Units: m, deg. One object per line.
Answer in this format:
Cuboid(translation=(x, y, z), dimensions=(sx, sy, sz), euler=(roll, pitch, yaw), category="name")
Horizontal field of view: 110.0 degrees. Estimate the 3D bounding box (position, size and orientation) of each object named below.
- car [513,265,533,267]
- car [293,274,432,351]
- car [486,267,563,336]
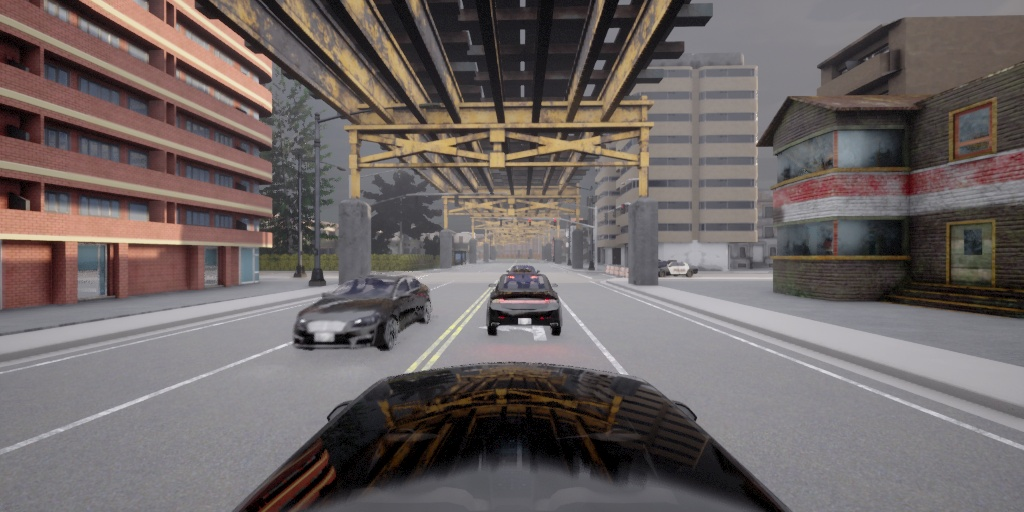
Cuboid(translation=(0.627, 1.240, 20.656), dimensions=(1.812, 1.442, 4.674), euler=(0, 0, 2), category="car")
Cuboid(translation=(-3.404, 1.235, 9.098), dimensions=(2.128, 1.511, 4.902), euler=(0, 0, 2), category="car")
Cuboid(translation=(0.328, 1.232, 10.388), dimensions=(2.128, 1.511, 4.902), euler=(0, 0, 1), category="car")
